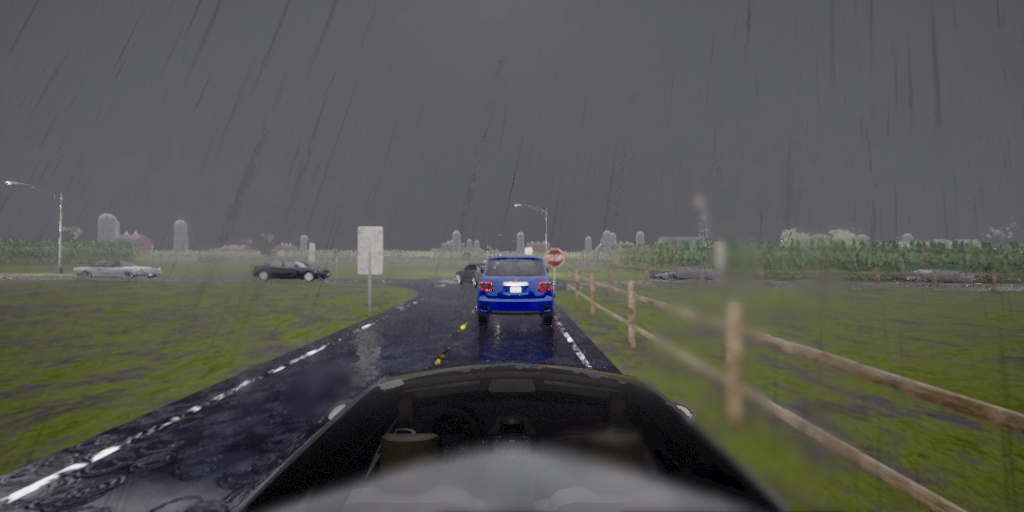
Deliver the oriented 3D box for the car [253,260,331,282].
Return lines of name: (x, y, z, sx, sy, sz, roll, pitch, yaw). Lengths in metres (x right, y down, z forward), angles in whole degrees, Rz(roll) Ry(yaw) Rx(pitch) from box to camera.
car: (-15.754, 1.035, 25.854, 5.008, 1.535, 1.882, 1, -1, -1)

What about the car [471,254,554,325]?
car: (0.097, 0.967, 11.968, 2.150, 2.045, 5.566, 0, 0, 0)

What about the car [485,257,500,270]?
car: (-2.829, 1.054, 53.083, 2.097, 1.767, 4.553, 0, 0, 0)

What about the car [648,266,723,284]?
car: (13.788, 1.477, 28.662, 5.357, 1.411, 2.033, 1, -1, 0)

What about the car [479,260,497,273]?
car: (-2.848, 1.221, 43.156, 1.837, 1.490, 4.892, 0, 0, 0)

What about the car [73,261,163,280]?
car: (-28.271, 1.026, 25.869, 4.718, 1.301, 1.895, 1, -1, 0)

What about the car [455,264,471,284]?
car: (-2.158, 1.198, 23.304, 1.837, 1.490, 4.892, 1, 0, -28)

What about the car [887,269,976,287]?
car: (33.428, 1.712, 28.607, 5.357, 1.411, 2.033, 1, -1, 0)
